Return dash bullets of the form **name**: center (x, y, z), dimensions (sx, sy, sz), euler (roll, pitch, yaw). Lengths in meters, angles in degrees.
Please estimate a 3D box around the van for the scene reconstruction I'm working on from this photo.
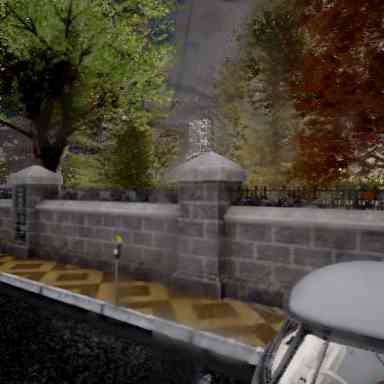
- **van**: center (2.088, 1.346, 1.230), dimensions (3.998, 1.788, 1.690), euler (0, 0, 36)
